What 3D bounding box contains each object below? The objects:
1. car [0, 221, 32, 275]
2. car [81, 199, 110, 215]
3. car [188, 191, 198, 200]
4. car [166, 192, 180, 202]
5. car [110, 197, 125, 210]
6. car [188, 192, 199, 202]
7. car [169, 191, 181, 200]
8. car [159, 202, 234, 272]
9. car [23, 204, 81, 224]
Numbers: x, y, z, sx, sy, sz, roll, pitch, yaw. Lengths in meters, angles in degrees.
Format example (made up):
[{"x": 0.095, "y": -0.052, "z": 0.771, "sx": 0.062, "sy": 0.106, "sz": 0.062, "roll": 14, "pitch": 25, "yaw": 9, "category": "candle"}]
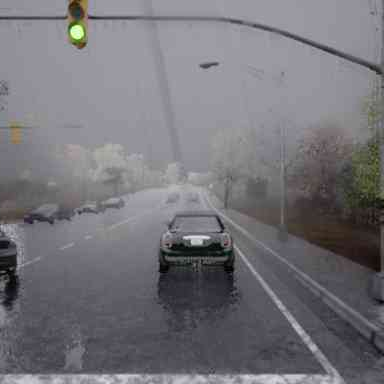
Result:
[{"x": -6.675, "y": 1.522, "z": 9.391, "sx": 4.892, "sy": 1.490, "sz": 1.837, "roll": 0, "pitch": -3, "yaw": 40, "category": "car"}, {"x": -10.489, "y": 1.622, "z": 35.069, "sx": 1.994, "sy": 1.385, "sz": 4.181, "roll": 0, "pitch": 0, "yaw": 1, "category": "car"}, {"x": 0.205, "y": 0.635, "z": 66.647, "sx": 2.033, "sy": 1.411, "sz": 5.357, "roll": 0, "pitch": 3, "yaw": 0, "category": "car"}, {"x": -3.330, "y": 1.163, "z": 56.085, "sx": 2.033, "sy": 1.411, "sz": 5.357, "roll": 0, "pitch": 3, "yaw": 0, "category": "car"}, {"x": -10.457, "y": 1.501, "z": 45.179, "sx": 1.882, "sy": 1.535, "sz": 5.008, "roll": 0, "pitch": 1, "yaw": 1, "category": "car"}, {"x": 0.270, "y": 1.147, "z": 56.390, "sx": 2.033, "sy": 1.411, "sz": 5.357, "roll": 0, "pitch": 3, "yaw": 0, "category": "car"}, {"x": -3.296, "y": 0.648, "z": 66.507, "sx": 2.033, "sy": 1.411, "sz": 5.357, "roll": 0, "pitch": 3, "yaw": 0, "category": "car"}, {"x": 0.130, "y": 1.370, "z": 11.019, "sx": 2.097, "sy": 1.767, "sz": 4.553, "roll": 0, "pitch": 0, "yaw": 0, "category": "car"}, {"x": -10.538, "y": 1.589, "z": 25.112, "sx": 2.033, "sy": 1.411, "sz": 5.357, "roll": 0, "pitch": 0, "yaw": 1, "category": "car"}]
